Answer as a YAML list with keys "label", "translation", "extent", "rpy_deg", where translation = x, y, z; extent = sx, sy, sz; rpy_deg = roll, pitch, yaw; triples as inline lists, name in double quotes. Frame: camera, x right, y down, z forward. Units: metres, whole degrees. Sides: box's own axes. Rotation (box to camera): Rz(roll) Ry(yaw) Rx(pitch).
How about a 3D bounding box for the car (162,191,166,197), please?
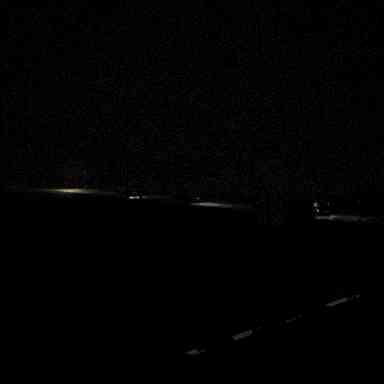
- label: "car"
  translation: [-2.508, 0.196, 48.761]
  extent: [1.895, 1.301, 4.718]
  rpy_deg: [-3, 4, -35]

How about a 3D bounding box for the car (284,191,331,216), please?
- label: "car"
  translation: [9.024, 0.878, 27.389]
  extent: [2.097, 1.767, 4.553]
  rpy_deg: [-3, 4, -35]

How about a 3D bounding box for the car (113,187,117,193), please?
- label: "car"
  translation: [-13.792, -0.499, 64.665]
  extent: [2.128, 1.511, 4.902]
  rpy_deg: [-3, 3, -35]

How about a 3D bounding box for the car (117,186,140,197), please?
- label: "car"
  translation: [-10.077, -0.041, 54.486]
  extent: [1.837, 1.490, 4.892]
  rpy_deg: [-3, 3, -35]

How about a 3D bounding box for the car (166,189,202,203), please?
- label: "car"
  translation: [-0.684, 0.460, 41.092]
  extent: [2.128, 1.511, 4.902]
  rpy_deg: [-3, 4, -35]
